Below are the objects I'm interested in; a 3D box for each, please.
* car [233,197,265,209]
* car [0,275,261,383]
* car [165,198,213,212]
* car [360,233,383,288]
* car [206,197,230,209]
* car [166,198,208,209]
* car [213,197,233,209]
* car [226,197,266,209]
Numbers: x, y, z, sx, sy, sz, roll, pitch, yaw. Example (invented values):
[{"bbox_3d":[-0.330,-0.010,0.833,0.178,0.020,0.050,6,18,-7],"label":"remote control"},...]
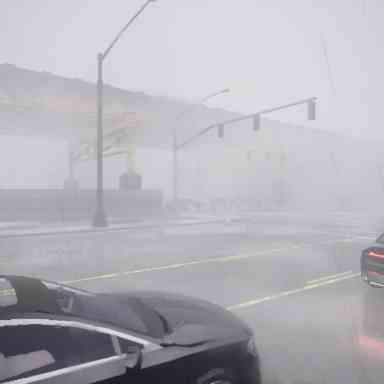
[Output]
[{"bbox_3d":[7.123,1.295,44.482,4.536,1.218,1.853,0,0,-7],"label":"car"},{"bbox_3d":[-1.540,1.491,2.657,4.902,1.511,2.128,0,0,-35],"label":"car"},{"bbox_3d":[-0.495,1.453,38.061,4.974,1.542,2.038,0,0,8],"label":"car"},{"bbox_3d":[5.958,1.505,7.995,4.892,1.490,1.837,0,0,-35],"label":"car"},{"bbox_3d":[3.272,1.295,40.787,1.853,1.218,4.536,0,0,18],"label":"car"},{"bbox_3d":[-0.546,1.295,38.068,4.536,1.218,1.853,0,0,8],"label":"car"},{"bbox_3d":[3.256,1.453,40.738,2.038,1.542,4.974,0,0,18],"label":"car"},{"bbox_3d":[7.175,1.453,44.489,4.974,1.542,2.038,0,0,-7],"label":"car"}]
